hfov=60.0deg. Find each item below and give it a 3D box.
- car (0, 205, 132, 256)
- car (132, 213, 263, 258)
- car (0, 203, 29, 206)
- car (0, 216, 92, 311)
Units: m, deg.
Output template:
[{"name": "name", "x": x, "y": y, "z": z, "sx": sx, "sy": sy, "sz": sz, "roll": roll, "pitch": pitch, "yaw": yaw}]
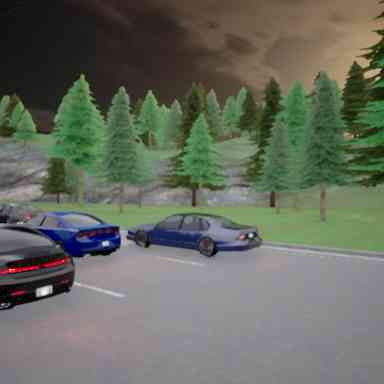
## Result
[{"name": "car", "x": -4.642, "y": 1.401, "z": 11.556, "sx": 5.008, "sy": 1.535, "sz": 1.882, "roll": 1, "pitch": 0, "yaw": 35}, {"name": "car", "x": -0.077, "y": 1.494, "z": 12.618, "sx": 5.357, "sy": 1.411, "sz": 2.033, "roll": 1, "pitch": 0, "yaw": 35}, {"name": "car", "x": -10.759, "y": 1.396, "z": 20.140, "sx": 5.357, "sy": 1.411, "sz": 2.033, "roll": 1, "pitch": 0, "yaw": 35}, {"name": "car", "x": -4.541, "y": 1.448, "z": 7.199, "sx": 4.892, "sy": 1.490, "sz": 1.837, "roll": 1, "pitch": 0, "yaw": 35}]
